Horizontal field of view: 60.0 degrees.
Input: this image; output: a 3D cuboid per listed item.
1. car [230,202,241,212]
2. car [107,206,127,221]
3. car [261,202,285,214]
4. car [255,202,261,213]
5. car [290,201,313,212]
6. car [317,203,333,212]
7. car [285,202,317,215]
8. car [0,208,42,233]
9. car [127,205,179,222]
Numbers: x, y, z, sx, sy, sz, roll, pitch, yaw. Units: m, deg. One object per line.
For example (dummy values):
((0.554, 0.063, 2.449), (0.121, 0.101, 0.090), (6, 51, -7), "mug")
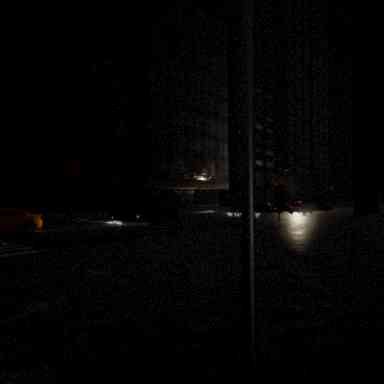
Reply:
((7.591, 2.235, 50.888), (1.882, 1.535, 5.008), (-1, -1, 37), "car")
((-5.736, 2.002, 32.740), (2.033, 1.411, 5.357), (-1, -1, 36), "car")
((11.878, 2.228, 45.596), (2.033, 1.411, 5.357), (-1, -1, 37), "car")
((9.931, 2.217, 48.584), (2.128, 1.511, 4.902), (-1, -1, 37), "car")
((17.722, 2.307, 53.681), (2.128, 1.511, 4.902), (-1, -1, 36), "car")
((20.347, 2.337, 51.764), (2.033, 1.411, 5.357), (-1, -1, 36), "car")
((14.277, 2.155, 43.371), (1.837, 1.490, 4.892), (-1, -1, 37), "car")
((-11.289, 1.713, 19.299), (1.882, 1.535, 5.008), (-1, -1, 32), "car")
((-3.220, 1.917, 30.671), (2.128, 1.511, 4.902), (-1, -1, 36), "car")
